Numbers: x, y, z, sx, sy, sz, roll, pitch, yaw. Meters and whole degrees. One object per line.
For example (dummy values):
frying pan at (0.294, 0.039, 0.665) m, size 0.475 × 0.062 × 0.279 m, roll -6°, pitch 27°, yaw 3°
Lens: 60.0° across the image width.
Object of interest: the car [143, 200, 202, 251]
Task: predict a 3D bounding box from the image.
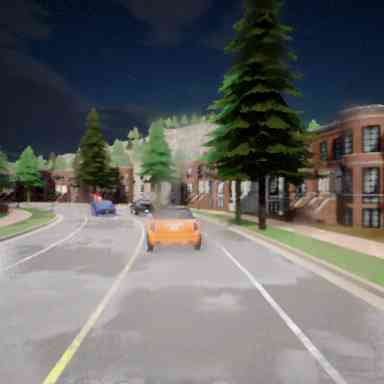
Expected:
car at (-0.855, 1.351, 14.408) m, size 2.097 × 1.767 × 4.553 m, roll 0°, pitch 0°, yaw -6°

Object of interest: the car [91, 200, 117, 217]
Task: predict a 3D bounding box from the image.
car at (-8.384, 1.493, 31.453) m, size 1.882 × 1.535 × 5.008 m, roll 0°, pitch 0°, yaw -23°

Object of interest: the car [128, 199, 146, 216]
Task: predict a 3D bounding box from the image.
car at (-5.057, 1.511, 32.964) m, size 1.837 × 1.490 × 4.892 m, roll 0°, pitch 0°, yaw -21°
